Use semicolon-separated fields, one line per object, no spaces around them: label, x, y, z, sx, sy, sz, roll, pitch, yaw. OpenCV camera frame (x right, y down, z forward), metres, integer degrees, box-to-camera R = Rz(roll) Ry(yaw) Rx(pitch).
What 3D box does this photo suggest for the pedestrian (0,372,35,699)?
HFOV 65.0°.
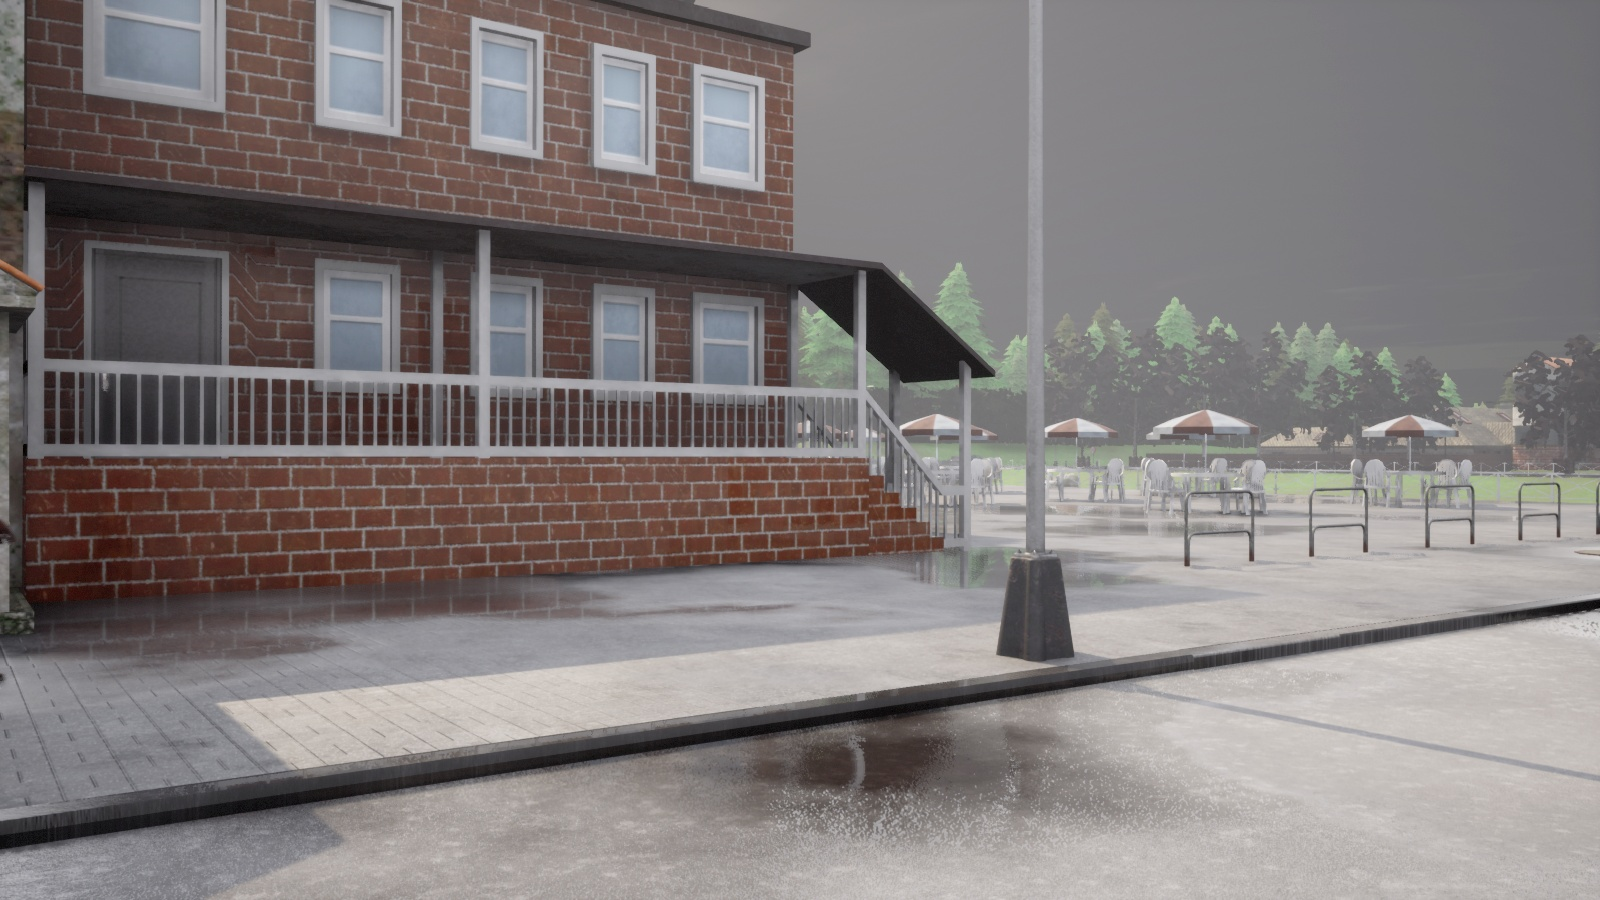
pedestrian;-4.769;0.482;7.118;0.726;1.835;0.370;0;0;-30
